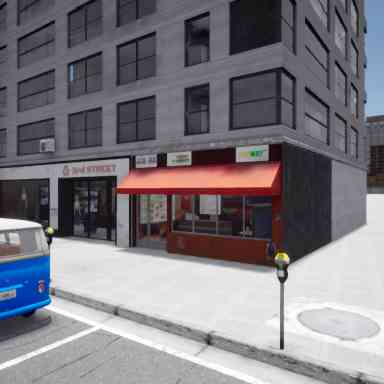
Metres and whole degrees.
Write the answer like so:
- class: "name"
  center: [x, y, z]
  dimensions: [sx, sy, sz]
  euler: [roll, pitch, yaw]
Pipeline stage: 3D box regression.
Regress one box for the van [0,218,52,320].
- class: "van"
  center: [-4.327, 1.341, 6.165]
  dimensions: [3.998, 1.788, 1.690]
  euler: [0, 0, 36]
